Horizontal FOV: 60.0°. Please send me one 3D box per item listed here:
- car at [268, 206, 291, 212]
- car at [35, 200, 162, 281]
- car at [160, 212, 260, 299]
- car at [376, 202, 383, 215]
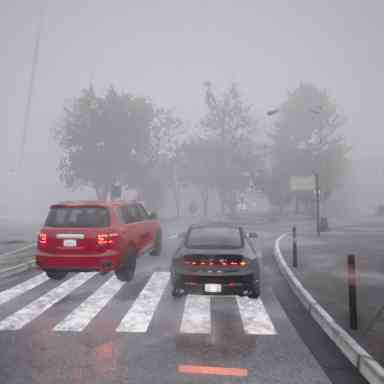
[{"bbox_3d":[19.161,3.925,72.868,4.902,1.511,2.128,-3,-5,37],"label":"car"},{"bbox_3d":[-2.435,1.250,10.161,2.150,2.045,5.566,-1,0,7],"label":"car"},{"bbox_3d":[0.634,1.499,8.499,1.837,1.490,4.892,-1,0,6],"label":"car"},{"bbox_3d":[23.883,1.966,40.936,1.882,1.535,5.008,-2,-2,28],"label":"car"}]
